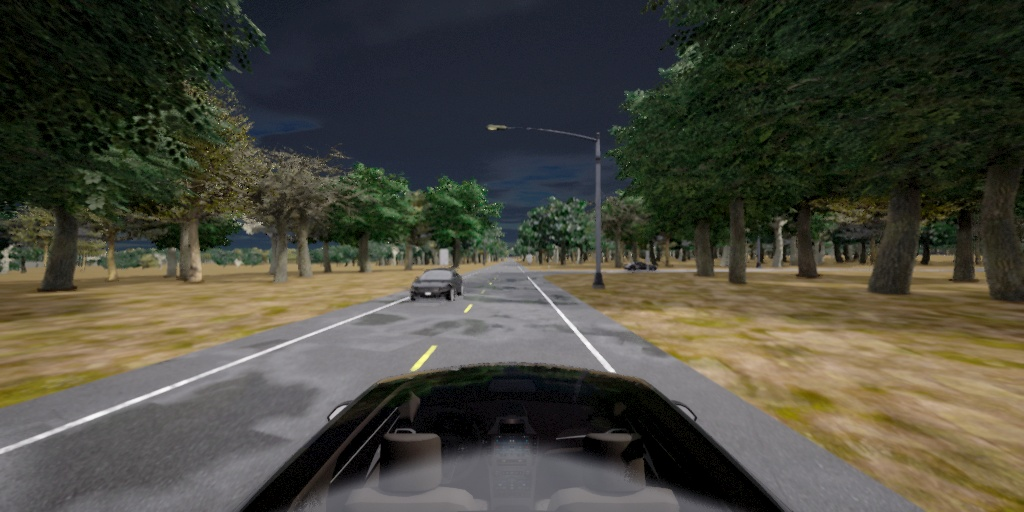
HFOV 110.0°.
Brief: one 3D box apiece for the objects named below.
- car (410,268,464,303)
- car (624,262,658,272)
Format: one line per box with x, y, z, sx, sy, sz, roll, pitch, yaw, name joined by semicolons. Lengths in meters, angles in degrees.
-3.586;1.351;17.817;1.882;1.535;5.008;0;-1;0;car
18.472;1.522;51.563;4.674;1.442;1.812;-1;0;1;car
